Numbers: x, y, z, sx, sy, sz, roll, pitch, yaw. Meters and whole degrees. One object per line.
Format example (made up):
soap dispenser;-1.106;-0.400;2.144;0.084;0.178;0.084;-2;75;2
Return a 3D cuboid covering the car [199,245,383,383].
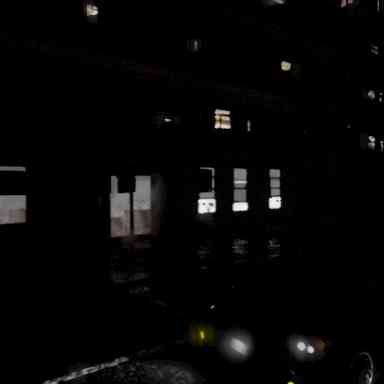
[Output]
car;2.158;1.548;4.904;4.181;1.385;1.994;0;0;-35
